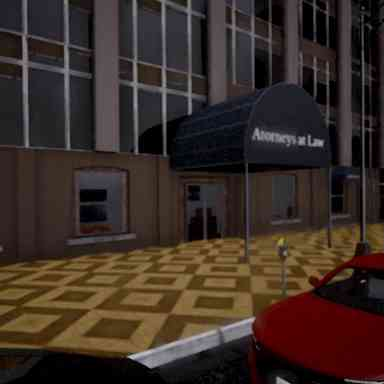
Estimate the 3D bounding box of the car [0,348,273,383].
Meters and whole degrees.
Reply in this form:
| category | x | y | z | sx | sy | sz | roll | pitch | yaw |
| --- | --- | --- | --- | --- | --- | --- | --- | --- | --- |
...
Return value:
| category | x | y | z | sx | sy | sz | roll | pitch | yaw |
| --- | --- | --- | --- | --- | --- | --- | --- | --- | --- |
| car | -1.943 | 1.567 | 1.064 | 4.313 | 1.339 | 1.947 | 0 | -1 | -35 |

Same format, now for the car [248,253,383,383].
| category | x | y | z | sx | sy | sz | roll | pitch | yaw |
| --- | --- | --- | --- | --- | --- | --- | --- | --- | --- |
| car | 2.696 | 1.541 | 4.347 | 4.507 | 1.381 | 1.887 | 0 | -1 | -35 |
